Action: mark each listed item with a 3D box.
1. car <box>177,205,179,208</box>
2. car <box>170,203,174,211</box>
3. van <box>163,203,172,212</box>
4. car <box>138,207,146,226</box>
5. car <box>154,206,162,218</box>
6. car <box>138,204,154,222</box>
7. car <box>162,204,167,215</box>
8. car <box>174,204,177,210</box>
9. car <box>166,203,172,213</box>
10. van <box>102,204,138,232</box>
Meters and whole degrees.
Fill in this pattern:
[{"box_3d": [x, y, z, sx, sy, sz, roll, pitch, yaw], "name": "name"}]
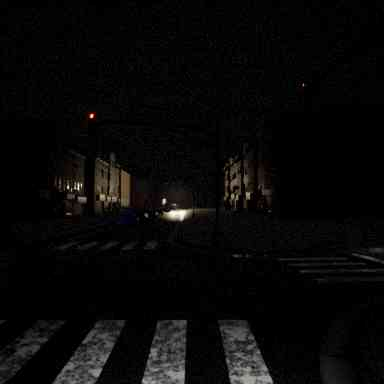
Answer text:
[{"box_3d": [-5.556, 4.041, 90.880, 2.192, 1.841, 5.009, 1, -2, 0], "name": "car"}, {"box_3d": [-5.506, 3.419, 69.728, 1.967, 1.590, 4.097, 1, -2, 0], "name": "car"}, {"box_3d": [-5.517, 3.501, 75.019, 1.690, 1.788, 3.998, 1, -2, 0], "name": "van"}, {"box_3d": [-5.404, 2.211, 27.728, 2.008, 1.369, 4.403, 2, -2, 0], "name": "car"}, {"box_3d": [-5.442, 2.666, 43.287, 1.887, 1.381, 4.507, 2, -2, 0], "name": "car"}, {"box_3d": [-5.409, 2.120, 32.718, 2.192, 1.841, 5.009, 2, -2, 0], "name": "car"}, {"box_3d": [-5.470, 3.035, 53.862, 1.802, 1.307, 4.206, 2, -2, 0], "name": "car"}, {"box_3d": [-5.548, 4.086, 85.586, 2.008, 1.369, 4.403, 1, -2, 0], "name": "car"}, {"box_3d": [-5.495, 3.344, 64.438, 1.887, 1.381, 4.507, 1, -2, 0], "name": "car"}, {"box_3d": [-5.390, 1.905, 24.415, 1.690, 1.788, 3.998, 2, -2, 0], "name": "van"}]
